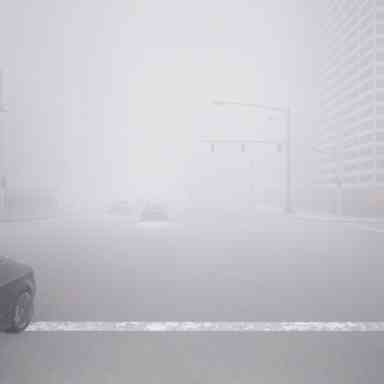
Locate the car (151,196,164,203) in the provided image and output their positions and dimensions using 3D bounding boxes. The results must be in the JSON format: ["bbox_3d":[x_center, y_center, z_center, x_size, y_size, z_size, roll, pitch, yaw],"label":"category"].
[{"bbox_3d":[-7.132,1.554,68.813,2.033,1.411,5.357,0,0,0],"label":"car"}]

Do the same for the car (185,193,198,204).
[{"bbox_3d":[-0.122,1.221,63.853,2.150,2.045,5.566,0,0,0],"label":"car"}]

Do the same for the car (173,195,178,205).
[{"bbox_3d":[-3.687,1.351,59.575,2.097,1.767,4.553,0,0,0],"label":"car"}]

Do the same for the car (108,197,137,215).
[{"bbox_3d":[-7.165,1.504,33.673,1.837,1.490,4.892,0,0,0],"label":"car"}]

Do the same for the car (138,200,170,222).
[{"bbox_3d":[-3.063,1.564,26.157,1.994,1.385,4.181,0,0,-9],"label":"car"}]

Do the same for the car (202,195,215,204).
[{"bbox_3d":[3.473,1.525,64.772,1.812,1.442,4.674,0,0,0],"label":"car"}]

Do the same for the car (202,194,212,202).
[{"bbox_3d":[3.360,1.355,74.675,2.097,1.767,4.553,0,0,0],"label":"car"}]

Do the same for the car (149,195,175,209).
[{"bbox_3d":[-3.679,1.491,41.576,2.128,1.511,4.902,0,0,0],"label":"car"}]

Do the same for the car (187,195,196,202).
[{"bbox_3d":[-0.143,1.381,74.524,1.994,1.385,4.181,0,0,0],"label":"car"}]

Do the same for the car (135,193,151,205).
[{"bbox_3d":[-7.192,1.222,49.907,2.150,2.045,5.566,0,0,0],"label":"car"}]

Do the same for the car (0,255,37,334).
[{"bbox_3d":[-3.609,1.525,4.067,1.812,1.442,4.674,0,0,0],"label":"car"}]
